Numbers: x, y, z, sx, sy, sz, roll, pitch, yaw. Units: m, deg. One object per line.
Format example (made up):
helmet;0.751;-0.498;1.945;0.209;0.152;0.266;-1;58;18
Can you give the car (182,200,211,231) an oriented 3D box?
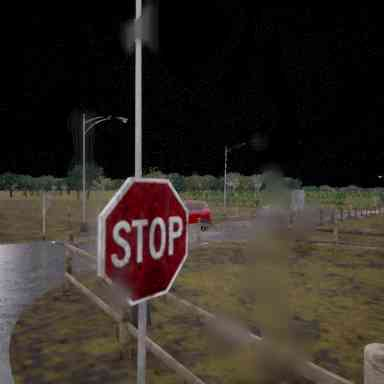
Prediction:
car;-0.912;1.565;21.668;2.150;2.045;5.566;1;-1;37

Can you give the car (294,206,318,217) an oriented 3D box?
car;14.599;2.530;42.425;1.994;1.385;4.181;1;-1;37

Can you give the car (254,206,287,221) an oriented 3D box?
car;8.037;2.192;33.675;1.837;1.490;4.892;1;-1;37
